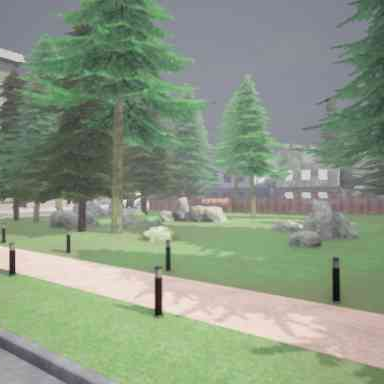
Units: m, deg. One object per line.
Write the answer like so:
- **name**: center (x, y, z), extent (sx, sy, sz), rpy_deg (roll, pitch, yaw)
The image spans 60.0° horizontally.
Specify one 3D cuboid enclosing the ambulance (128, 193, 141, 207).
- **ambulance**: center (-10.900, 1.349, 56.349), extent (2.351, 2.431, 6.366), rpy_deg (-1, 0, 37)
